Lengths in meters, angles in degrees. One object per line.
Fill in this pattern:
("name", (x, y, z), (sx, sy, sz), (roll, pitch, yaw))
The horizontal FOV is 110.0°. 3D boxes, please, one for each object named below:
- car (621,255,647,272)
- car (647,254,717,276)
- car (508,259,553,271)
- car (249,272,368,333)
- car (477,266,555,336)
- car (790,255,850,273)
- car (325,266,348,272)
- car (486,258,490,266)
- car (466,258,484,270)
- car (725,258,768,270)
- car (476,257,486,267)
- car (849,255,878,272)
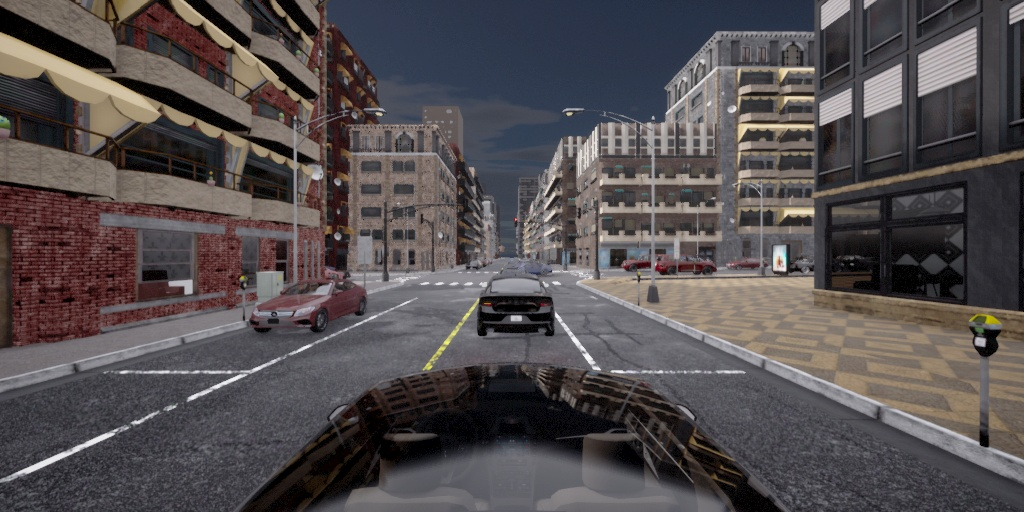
("car", (14.562, 0.761, 39.093), (5.009, 1.841, 2.192), (0, 0, -1))
("car", (14.699, 0.776, 30.713), (5.009, 1.841, 2.192), (0, 0, -1))
("car", (1.305, 1.251, 33.435), (5.357, 1.411, 2.033), (-1, 0, -35))
("car", (-5.744, 1.331, 10.726), (1.802, 1.307, 4.207), (0, 0, 0))
("car", (0.096, 1.227, 10.388), (1.882, 1.535, 5.008), (0, 0, 0))
("car", (25.793, 0.820, 30.814), (4.313, 1.339, 1.948), (0, 0, -1))
("car", (-17.188, 1.608, 33.009), (4.181, 1.385, 1.994), (-1, 0, -1))
("car", (-5.712, 1.081, 64.115), (2.192, 1.841, 5.009), (0, 0, 0))
("car", (-5.708, 1.326, 52.750), (1.948, 1.339, 4.313), (0, 0, 0))
("car", (25.653, 0.821, 39.193), (4.207, 1.307, 1.802), (0, 0, -1))
("car", (-5.711, 1.289, 58.262), (1.751, 1.417, 4.829), (0, 0, 0))
("car", (31.340, 0.715, 30.865), (4.313, 1.339, 1.948), (0, 0, -1))
